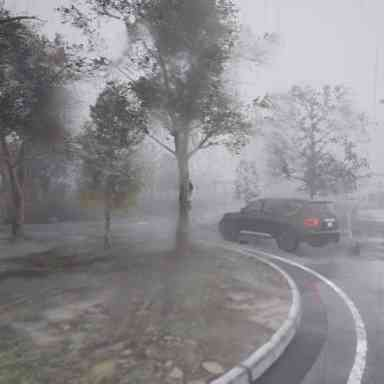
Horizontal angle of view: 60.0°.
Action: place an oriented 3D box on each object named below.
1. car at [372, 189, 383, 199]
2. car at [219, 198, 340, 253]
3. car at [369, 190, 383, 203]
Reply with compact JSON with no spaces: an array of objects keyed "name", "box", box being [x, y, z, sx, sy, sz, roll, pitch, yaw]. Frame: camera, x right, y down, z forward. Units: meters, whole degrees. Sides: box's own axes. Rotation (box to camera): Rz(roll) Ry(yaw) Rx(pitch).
[{"name":"car","box":[31.510,0.334,55.454,2.128,1.511,4.902,0,1,34]},{"name":"car","box":[3.558,1.286,14.518,2.150,2.045,5.566,2,-1,-35]},{"name":"car","box":[24.470,0.620,43.944,2.128,1.511,4.902,0,2,31]}]
